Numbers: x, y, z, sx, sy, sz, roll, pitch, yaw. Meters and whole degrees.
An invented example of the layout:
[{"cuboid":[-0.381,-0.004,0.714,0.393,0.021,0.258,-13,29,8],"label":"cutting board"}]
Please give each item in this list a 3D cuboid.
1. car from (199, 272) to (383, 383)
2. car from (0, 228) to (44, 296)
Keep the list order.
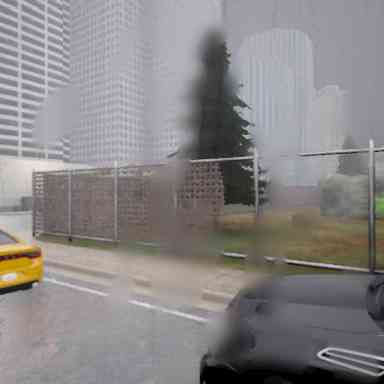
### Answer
[{"cuboid":[2.726,1.216,2.090,5.566,2.045,2.150,0,0,35],"label":"car"},{"cuboid":[-5.577,1.521,7.919,5.008,1.535,1.882,0,0,35],"label":"car"}]
